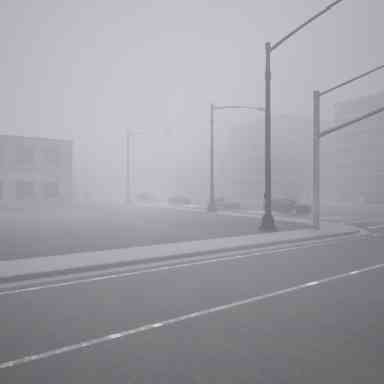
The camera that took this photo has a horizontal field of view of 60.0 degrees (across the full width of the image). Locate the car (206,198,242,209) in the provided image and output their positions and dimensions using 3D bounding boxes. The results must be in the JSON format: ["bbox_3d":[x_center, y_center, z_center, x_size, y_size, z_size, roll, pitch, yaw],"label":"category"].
[{"bbox_3d":[3.769,1.332,39.667,1.895,1.301,4.718,0,1,-34],"label":"car"}]

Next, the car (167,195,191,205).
[{"bbox_3d":[-1.885,1.120,47.934,1.994,1.385,4.181,0,1,-34],"label":"car"}]

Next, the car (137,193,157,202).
[{"bbox_3d":[-7.640,0.866,56.399,2.128,1.511,4.902,0,1,-34],"label":"car"}]

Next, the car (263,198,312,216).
[{"bbox_3d":[9.066,1.345,31.972,1.882,1.535,5.008,0,1,-35],"label":"car"}]
